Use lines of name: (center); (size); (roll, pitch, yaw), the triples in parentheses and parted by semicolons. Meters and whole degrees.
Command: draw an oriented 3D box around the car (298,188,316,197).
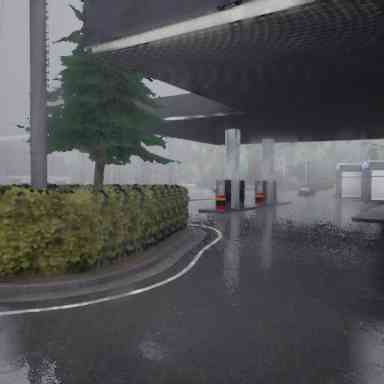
car: (18.784, 0.013, 54.299); (1.812, 1.442, 4.674); (2, 2, 36)

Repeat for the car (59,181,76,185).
car: (-25.354, -1.191, 65.624); (3.866, 1.878, 1.905); (2, 2, 36)

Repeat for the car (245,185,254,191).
car: (13.636, -1.069, 85.622); (4.902, 1.511, 2.128); (2, 2, 36)

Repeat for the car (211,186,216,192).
car: (6.316, -0.652, 65.237); (5.027, 1.636, 2.152); (2, 2, 36)

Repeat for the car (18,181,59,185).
car: (-16.308, -0.107, 35.226); (3.866, 1.878, 1.905); (2, 2, 36)

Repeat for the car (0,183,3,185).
car: (-32.904, -0.838, 55.300); (5.027, 1.636, 2.152); (2, 2, 36)

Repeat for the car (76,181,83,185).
car: (-23.973, -1.245, 68.213); (4.605, 1.855, 1.932); (2, 2, 36)

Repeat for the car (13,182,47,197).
car: (-20.721, -0.366, 42.517); (4.605, 1.855, 1.932); (2, 2, 36)
